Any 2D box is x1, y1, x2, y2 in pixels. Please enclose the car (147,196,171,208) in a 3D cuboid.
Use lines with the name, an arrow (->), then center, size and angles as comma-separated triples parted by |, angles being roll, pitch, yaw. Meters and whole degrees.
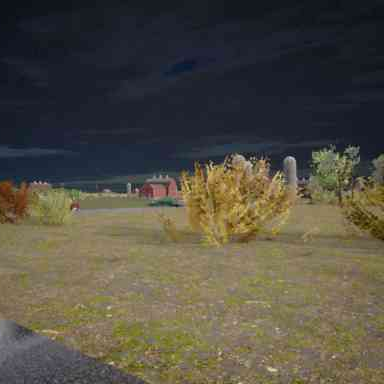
car -> -5.701, 1.789, 60.645 | 2.150, 2.045, 5.566 | -1, -2, 36

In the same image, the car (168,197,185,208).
car -> -1.389, 2.078, 60.477 | 2.033, 1.411, 5.357 | -1, -1, 36

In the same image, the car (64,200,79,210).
car -> -17.499, 1.822, 44.237 | 1.882, 1.535, 5.008 | -1, -1, 36
